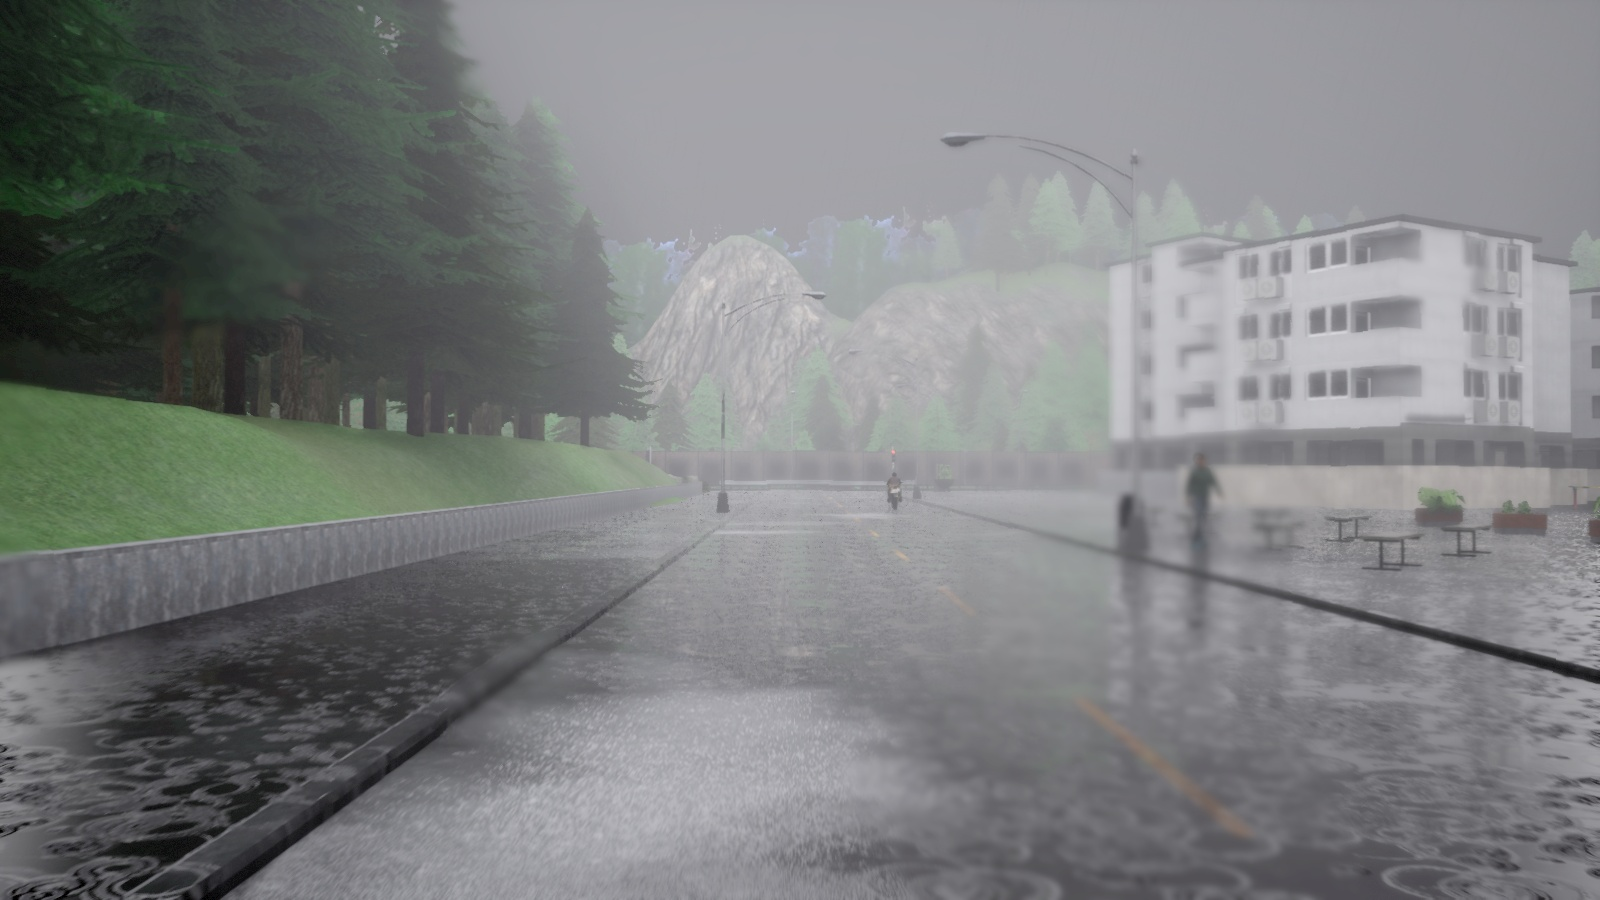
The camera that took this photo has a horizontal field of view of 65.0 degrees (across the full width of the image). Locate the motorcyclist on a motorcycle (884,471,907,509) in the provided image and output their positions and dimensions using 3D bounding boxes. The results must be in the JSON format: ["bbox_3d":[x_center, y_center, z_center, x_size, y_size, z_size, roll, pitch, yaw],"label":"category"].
[{"bbox_3d":[3.908,1.644,51.539,0.797,1.523,2.044,0,-1,1],"label":"motorcyclist on a motorcycle"}]

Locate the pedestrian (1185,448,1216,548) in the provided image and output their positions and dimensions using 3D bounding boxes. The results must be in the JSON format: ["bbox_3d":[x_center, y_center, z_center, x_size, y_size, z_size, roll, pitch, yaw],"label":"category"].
[{"bbox_3d":[7.492,0.888,23.504,0.353,1.847,0.614,0,-1,0],"label":"pedestrian"}]
